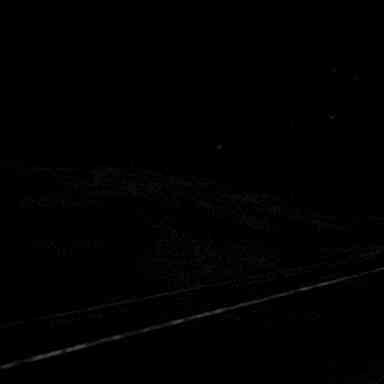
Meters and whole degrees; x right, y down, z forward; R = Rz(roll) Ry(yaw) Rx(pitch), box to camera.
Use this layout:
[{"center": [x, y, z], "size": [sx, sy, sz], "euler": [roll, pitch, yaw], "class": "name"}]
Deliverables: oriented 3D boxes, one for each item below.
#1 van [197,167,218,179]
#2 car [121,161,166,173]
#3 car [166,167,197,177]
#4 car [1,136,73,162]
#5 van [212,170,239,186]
[{"center": [1.601, -2.270, 44.798], "size": [1.878, 1.987, 4.442], "euler": [1, -2, 39], "class": "van"}, {"center": [-5.548, -2.548, 36.158], "size": [2.002, 1.452, 4.674], "euler": [1, -2, 41], "class": "car"}, {"center": [-1.987, -2.290, 40.398], "size": [2.002, 1.452, 4.674], "euler": [1, -2, 40], "class": "car"}, {"center": [-12.876, -3.288, 27.921], "size": [2.435, 2.045, 5.566], "euler": [0, -2, 44], "class": "car"}, {"center": [4.985, -1.969, 49.173], "size": [1.878, 1.987, 4.442], "euler": [1, -3, 38], "class": "van"}]
